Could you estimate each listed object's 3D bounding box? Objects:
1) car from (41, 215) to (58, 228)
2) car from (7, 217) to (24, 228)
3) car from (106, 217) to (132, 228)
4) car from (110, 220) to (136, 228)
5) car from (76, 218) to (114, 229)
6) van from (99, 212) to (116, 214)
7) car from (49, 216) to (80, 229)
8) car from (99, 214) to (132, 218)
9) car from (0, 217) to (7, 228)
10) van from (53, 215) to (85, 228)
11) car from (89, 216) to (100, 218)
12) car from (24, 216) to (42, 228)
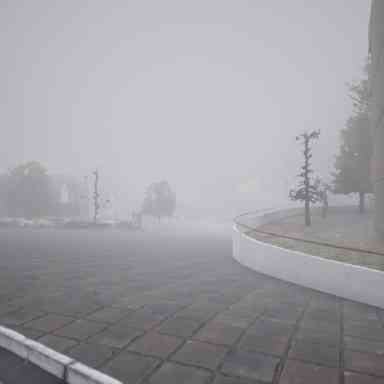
[{"bbox_3d":[-23.208,4.564,49.654,5.366,1.575,1.946,0,-5,5],"label":"car"},{"bbox_3d":[-25.528,4.043,44.154,4.674,1.452,2.002,0,-5,5],"label":"car"},{"bbox_3d":[-12.748,5.742,59.642,2.128,1.511,4.902,-1,-6,25],"label":"car"},{"bbox_3d":[-14.230,6.580,68.781,4.674,1.452,2.002,0,-5,5],"label":"car"},{"bbox_3d":[-13.899,4.745,47.860,1.895,1.301,4.718,-1,-6,24],"label":"car"},{"bbox_3d":[-23.426,7.314,92.556,1.878,1.987,4.442,0,1,10],"label":"van"},{"bbox_3d":[-17.836,4.629,48.475,1.812,1.442,4.674,-1,-6,25],"label":"car"},{"bbox_3d":[-15.503,6.008,66.072,5.566,2.045,2.435,0,-5,5],"label":"car"},{"bbox_3d":[-23.333,3.451,36.287,1.895,1.301,4.718,-1,-6,24],"label":"car"},{"bbox_3d":[-20.388,4.908,55.132,4.442,1.987,1.878,0,-6,5],"label":"van"},{"bbox_3d":[-19.243,5.414,57.845,4.892,1.521,2.231,0,-5,5],"label":"car"},{"bbox_3d":[-24.285,4.326,46.902,4.674,1.452,2.002,0,-6,5],"label":"car"}]
